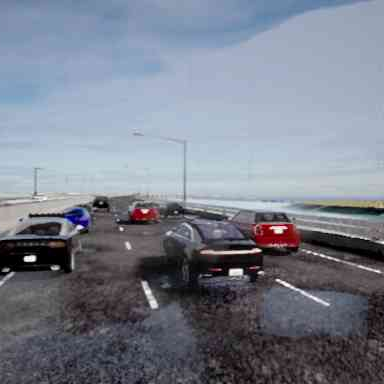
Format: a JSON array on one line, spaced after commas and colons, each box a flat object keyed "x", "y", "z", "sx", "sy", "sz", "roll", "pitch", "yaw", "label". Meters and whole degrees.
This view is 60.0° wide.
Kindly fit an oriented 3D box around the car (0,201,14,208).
[{"x": -21.056, "y": 1.714, "z": 36.686, "sx": 1.994, "sy": 1.385, "sz": 4.181, "roll": 1, "pitch": -1, "yaw": -14, "label": "car"}]

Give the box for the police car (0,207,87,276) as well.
[{"x": -4.709, "y": 1.489, "z": 10.865, "sx": 1.930, "sy": 1.638, "sz": 5.238, "roll": 1, "pitch": -1, "yaw": -14, "label": "police car"}]

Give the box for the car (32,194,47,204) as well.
[{"x": -33.134, "y": 1.460, "z": 72.540, "sx": 2.150, "sy": 2.045, "sz": 5.566, "roll": 1, "pitch": -1, "yaw": -13, "label": "car"}]

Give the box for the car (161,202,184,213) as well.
[{"x": -2.114, "y": 1.785, "z": 33.819, "sx": 1.882, "sy": 1.535, "sz": 5.008, "roll": 1, "pitch": -1, "yaw": -14, "label": "car"}]

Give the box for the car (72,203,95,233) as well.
[{"x": -7.156, "y": 1.659, "z": 20.431, "sx": 1.812, "sy": 1.442, "sz": 4.674, "roll": 1, "pitch": -1, "yaw": -14, "label": "car"}]

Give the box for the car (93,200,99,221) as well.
[{"x": -8.623, "y": 1.651, "z": 26.240, "sx": 1.882, "sy": 1.535, "sz": 5.008, "roll": 1, "pitch": -1, "yaw": -14, "label": "car"}]

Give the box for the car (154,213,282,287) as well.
[{"x": 0.376, "y": 1.594, "z": 9.787, "sx": 2.128, "sy": 1.511, "sz": 4.902, "roll": 1, "pitch": -1, "yaw": -14, "label": "car"}]

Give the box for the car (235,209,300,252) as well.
[{"x": 2.740, "y": 1.524, "z": 14.646, "sx": 2.097, "sy": 1.767, "sz": 4.553, "roll": 1, "pitch": -1, "yaw": -14, "label": "car"}]

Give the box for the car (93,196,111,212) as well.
[{"x": -12.130, "y": 1.532, "z": 44.727, "sx": 2.150, "sy": 2.045, "sz": 5.566, "roll": 1, "pitch": -1, "yaw": -14, "label": "car"}]

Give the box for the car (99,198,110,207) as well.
[{"x": -16.014, "y": 1.945, "z": 60.841, "sx": 1.812, "sy": 1.442, "sz": 4.674, "roll": 1, "pitch": -1, "yaw": -13, "label": "car"}]

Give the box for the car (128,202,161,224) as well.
[{"x": -4.120, "y": 1.580, "z": 27.431, "sx": 2.097, "sy": 1.767, "sz": 4.553, "roll": 1, "pitch": -1, "yaw": -14, "label": "car"}]
